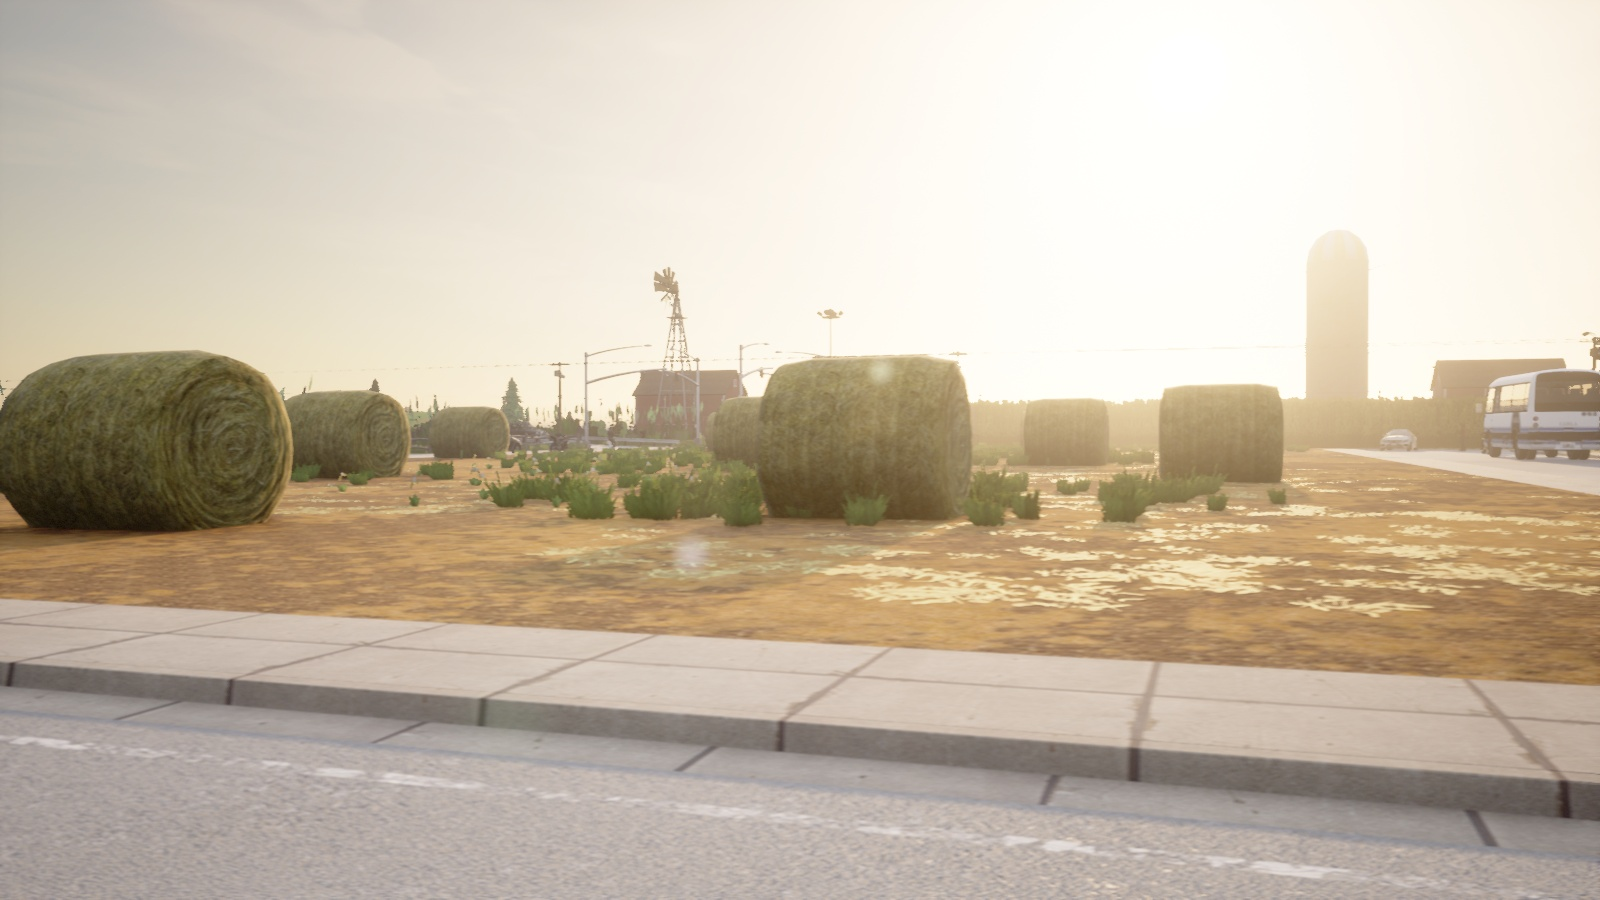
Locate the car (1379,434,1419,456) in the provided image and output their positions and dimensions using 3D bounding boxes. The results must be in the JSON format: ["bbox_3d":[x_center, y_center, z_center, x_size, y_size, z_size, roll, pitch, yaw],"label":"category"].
[{"bbox_3d":[40.296,-0.352,84.477,1.812,1.442,4.674,1,1,33],"label":"car"}]

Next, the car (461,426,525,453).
[{"bbox_3d":[-18.807,-0.681,77.077,1.851,1.617,3.988,1,1,21],"label":"car"}]

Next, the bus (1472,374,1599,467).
[{"bbox_3d":[36.876,-1.421,62.767,3.944,4.253,10.273,1,1,18],"label":"bus"}]

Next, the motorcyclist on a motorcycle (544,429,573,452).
[{"bbox_3d":[-16.109,-0.644,83.972,0.866,1.530,2.191,1,1,21],"label":"motorcyclist on a motorcycle"}]
